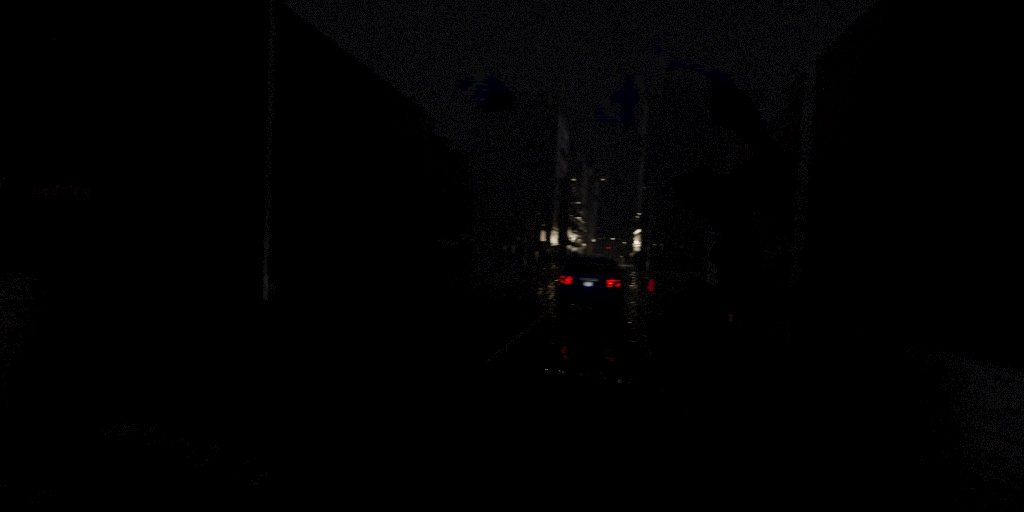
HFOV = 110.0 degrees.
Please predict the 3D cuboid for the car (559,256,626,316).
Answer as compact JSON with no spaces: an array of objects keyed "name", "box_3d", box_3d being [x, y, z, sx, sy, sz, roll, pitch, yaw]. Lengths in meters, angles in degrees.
[{"name":"car","box_3d":[3.316,1.053,14.474,2.150,2.045,5.566,3,0,17]}]
